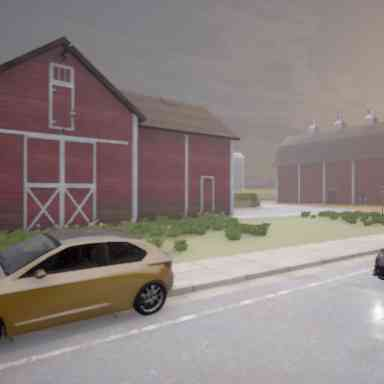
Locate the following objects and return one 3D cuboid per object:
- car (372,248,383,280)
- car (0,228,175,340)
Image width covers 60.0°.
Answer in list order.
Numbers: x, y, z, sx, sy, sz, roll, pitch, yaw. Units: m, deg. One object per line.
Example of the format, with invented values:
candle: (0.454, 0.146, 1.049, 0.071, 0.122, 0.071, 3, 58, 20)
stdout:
car: (6.508, 1.592, 8.543, 4.181, 1.385, 1.994, 0, 0, -35)
car: (-2.332, 1.459, 5.856, 4.193, 1.474, 1.816, 0, 6, -38)
